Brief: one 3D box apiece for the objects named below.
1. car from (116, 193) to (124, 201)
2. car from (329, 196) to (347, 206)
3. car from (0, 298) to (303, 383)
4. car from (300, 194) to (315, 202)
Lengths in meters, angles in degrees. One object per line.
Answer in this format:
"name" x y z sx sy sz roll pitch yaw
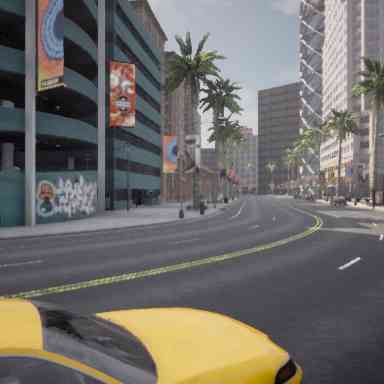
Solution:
"car" -11.626 0.968 53.577 2.435 2.045 5.566 0 0 10
"car" 24.054 1.439 54.816 2.231 1.521 4.892 0 0 10
"car" -1.463 1.448 2.234 5.366 1.575 1.801 0 0 -35
"car" 29.243 1.291 83.729 2.185 1.767 4.553 0 0 10
